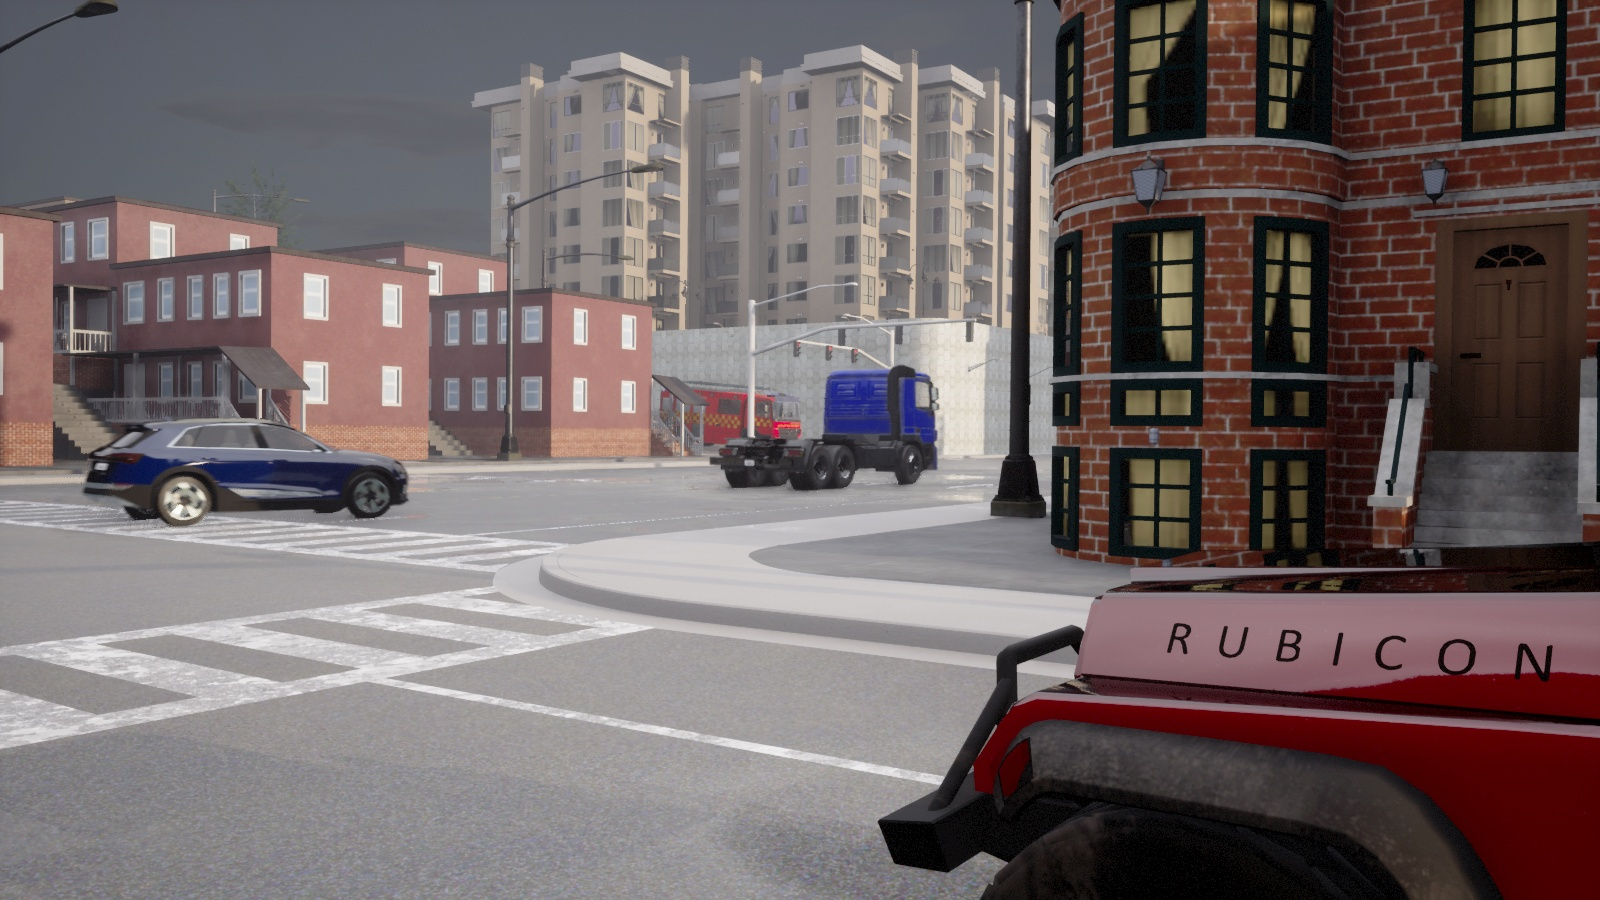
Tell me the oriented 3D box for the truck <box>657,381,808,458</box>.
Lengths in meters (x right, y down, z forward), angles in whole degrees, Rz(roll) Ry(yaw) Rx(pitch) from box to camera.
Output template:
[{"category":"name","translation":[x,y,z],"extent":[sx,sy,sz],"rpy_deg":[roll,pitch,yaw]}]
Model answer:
[{"category":"truck","translation":[-4.007,-1.806,72.816],"extent":[8.468,3.827,2.891],"rpy_deg":[6,4,33]}]

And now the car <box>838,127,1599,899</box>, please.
[{"category":"car","translation":[2.219,0.478,2.153],"extent":[3.866,1.878,1.905],"rpy_deg":[0,1,33]}]

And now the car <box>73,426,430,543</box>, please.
[{"category":"car","translation":[-8.727,0.464,20.273],"extent":[4.856,1.649,2.033],"rpy_deg":[-1,1,-44]}]

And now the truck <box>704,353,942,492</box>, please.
[{"category":"truck","translation":[0.894,-0.742,35.367],"extent":[2.891,3.462,7.936],"rpy_deg":[0,1,33]}]
